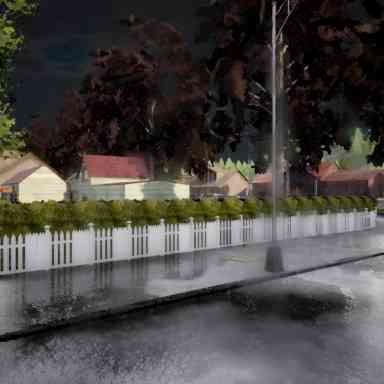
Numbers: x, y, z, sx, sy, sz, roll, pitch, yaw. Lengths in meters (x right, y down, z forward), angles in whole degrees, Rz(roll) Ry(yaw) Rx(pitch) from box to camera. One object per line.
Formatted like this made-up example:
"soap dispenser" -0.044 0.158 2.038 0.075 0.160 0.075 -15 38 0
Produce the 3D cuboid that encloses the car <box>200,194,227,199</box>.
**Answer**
"car" 3.133 1.223 42.872 2.150 2.045 5.566 0 0 -35

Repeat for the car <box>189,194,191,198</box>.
"car" -2.191 1.221 57.456 2.150 2.045 5.566 0 0 -35
